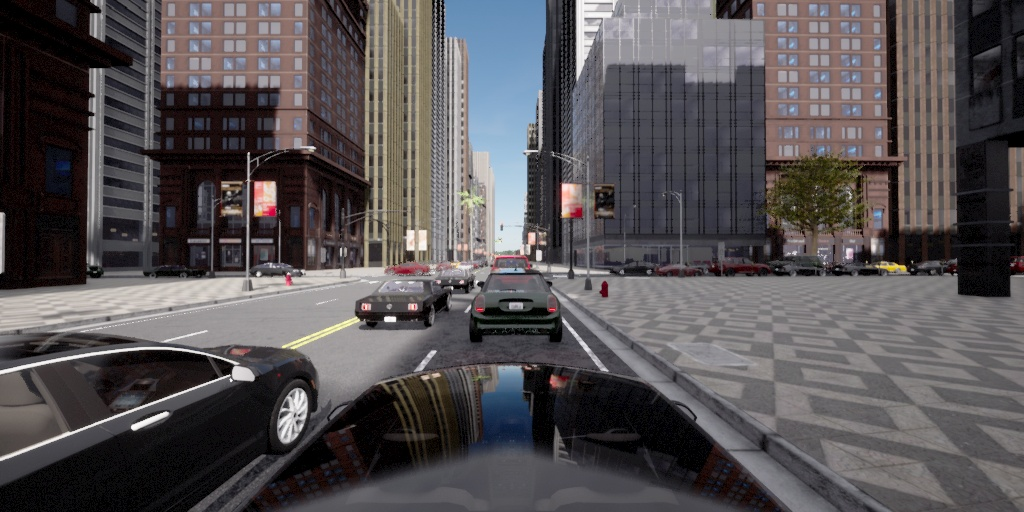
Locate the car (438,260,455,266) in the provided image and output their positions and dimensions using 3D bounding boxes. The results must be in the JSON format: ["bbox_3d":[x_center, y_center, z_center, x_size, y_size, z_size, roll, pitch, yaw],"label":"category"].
[{"bbox_3d":[-9.942,1.496,53.115,1.812,1.442,4.674,0,0,-3],"label":"car"}]

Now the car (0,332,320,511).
[{"bbox_3d":[-3.151,1.255,2.224,1.837,1.490,4.892,0,0,0],"label":"car"}]

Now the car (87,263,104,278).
[{"bbox_3d":[-43.300,1.238,34.855,5.566,2.045,2.150,0,-1,0],"label":"car"}]

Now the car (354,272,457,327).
[{"bbox_3d":[-3.168,1.360,11.544,1.895,1.301,4.718,0,0,0],"label":"car"}]

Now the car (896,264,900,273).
[{"bbox_3d":[43.129,1.290,41.929,4.829,1.417,1.751,0,0,-1],"label":"car"}]

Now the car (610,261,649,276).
[{"bbox_3d":[13.027,1.318,38.652,4.892,1.490,1.837,-1,-1,-1],"label":"car"}]

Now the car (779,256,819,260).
[{"bbox_3d":[30.467,0.982,38.964,5.566,2.045,2.150,0,-1,-1],"label":"car"}]

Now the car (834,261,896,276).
[{"bbox_3d":[32.166,1.255,33.211,4.313,1.339,1.948,0,0,-1],"label":"car"}]

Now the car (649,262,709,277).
[{"bbox_3d":[15.254,1.323,32.915,4.207,1.307,1.802,0,0,-1],"label":"car"}]

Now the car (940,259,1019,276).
[{"bbox_3d":[43.442,1.209,33.409,4.507,1.381,1.888,0,0,-1],"label":"car"}]

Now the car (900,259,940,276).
[{"bbox_3d":[42.522,1.222,36.025,4.674,1.442,1.812,0,-1,-1],"label":"car"}]

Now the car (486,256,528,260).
[{"bbox_3d":[-0.036,1.001,19.417,2.150,2.045,5.566,0,0,0],"label":"car"}]

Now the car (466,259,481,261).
[{"bbox_3d":[-6.695,1.626,61.024,1.895,1.301,4.718,0,0,0],"label":"car"}]

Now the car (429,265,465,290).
[{"bbox_3d":[-3.189,1.385,20.713,1.895,1.301,4.718,0,0,0],"label":"car"}]

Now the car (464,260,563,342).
[{"bbox_3d":[0.081,1.107,9.897,2.097,1.767,4.553,0,0,0],"label":"car"}]

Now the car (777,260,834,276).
[{"bbox_3d":[26.529,1.271,33.113,4.313,1.339,1.948,0,0,-1],"label":"car"}]

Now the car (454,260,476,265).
[{"bbox_3d":[-6.697,1.563,51.860,1.895,1.301,4.718,0,0,0],"label":"car"}]

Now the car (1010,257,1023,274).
[{"bbox_3d":[49.080,0.968,33.508,5.009,1.841,2.192,0,0,-1],"label":"car"}]

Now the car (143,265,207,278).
[{"bbox_3d":[-32.663,1.569,34.860,4.718,1.301,1.895,0,-1,0],"label":"car"}]

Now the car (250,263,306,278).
[{"bbox_3d":[-22.716,1.414,34.870,4.902,1.511,2.128,0,-1,0],"label":"car"}]

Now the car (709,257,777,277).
[{"bbox_3d":[20.892,1.036,33.014,5.009,1.841,2.192,0,0,-1],"label":"car"}]

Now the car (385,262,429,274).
[{"bbox_3d":[-11.075,1.402,38.141,4.674,1.442,1.812,0,0,-1],"label":"car"}]
